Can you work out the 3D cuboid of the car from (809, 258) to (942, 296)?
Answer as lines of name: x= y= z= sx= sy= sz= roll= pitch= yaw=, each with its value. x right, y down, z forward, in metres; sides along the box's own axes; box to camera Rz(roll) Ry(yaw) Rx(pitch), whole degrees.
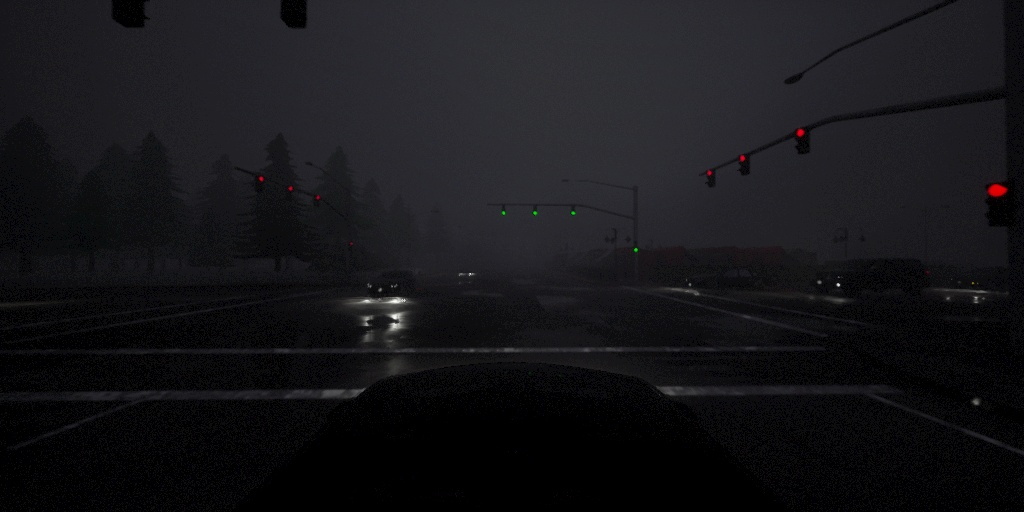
car: x=20.178 y=1.144 z=20.343 sx=5.566 sy=2.045 sz=2.150 roll=0 pitch=-1 yaw=0

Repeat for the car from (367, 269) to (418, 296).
car: x=-7.006 y=1.568 z=21.451 sx=1.837 sy=1.490 sz=4.892 roll=0 pitch=0 yaw=0

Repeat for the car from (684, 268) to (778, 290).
car: x=14.459 y=1.511 z=23.803 sx=5.357 sy=1.411 sz=2.033 roll=0 pitch=-1 yaw=0

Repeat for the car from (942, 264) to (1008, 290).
car: x=32.252 y=1.470 z=23.930 sx=4.892 sy=1.490 sz=1.837 roll=0 pitch=-1 yaw=0

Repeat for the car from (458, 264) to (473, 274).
car: x=-7.010 y=1.984 z=55.194 sx=1.812 sy=1.442 sz=4.674 roll=0 pitch=0 yaw=0
